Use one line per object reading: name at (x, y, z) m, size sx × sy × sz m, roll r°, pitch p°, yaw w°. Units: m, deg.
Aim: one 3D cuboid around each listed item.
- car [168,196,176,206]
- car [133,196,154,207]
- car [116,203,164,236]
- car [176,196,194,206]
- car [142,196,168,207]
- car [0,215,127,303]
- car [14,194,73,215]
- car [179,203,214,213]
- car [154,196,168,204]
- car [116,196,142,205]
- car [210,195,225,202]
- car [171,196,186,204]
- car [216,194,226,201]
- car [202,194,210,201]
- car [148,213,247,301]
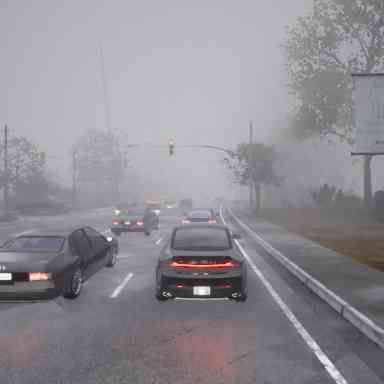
car at (-3.943, 1.564, 55.249) m, size 1.994 × 1.385 × 4.181 m, roll 0°, pitch 0°, yaw 6°
car at (-7.674, 1.491, 53.323) m, size 2.128 × 1.511 × 4.902 m, roll 0°, pitch 0°, yaw 6°
car at (-3.014, 1.547, 18.475) m, size 2.033 × 1.411 × 5.357 m, roll 0°, pitch 0°, yaw 2°
car at (-0.813, 1.504, 49.168) m, size 1.837 × 1.490 × 4.892 m, roll 0°, pitch 0°, yaw 5°
car at (-4.954, 1.477, 45.365) m, size 1.882 × 1.535 × 5.008 m, roll 0°, pitch 0°, yaw 5°
car at (-3.297, 1.547, 8.408) m, size 2.033 × 1.411 × 5.357 m, roll 0°, pitch 0°, yaw 1°
car at (-15.161, 1.224, 34.056) m, size 5.566 × 2.045 × 2.150 m, roll 0°, pitch 0°, yaw 2°
car at (0.460, 1.526, 17.573) m, size 1.812 × 1.442 × 4.674 m, roll 0°, pitch 0°, yaw 4°
car at (-6.120, 1.525, 65.933) m, size 1.812 × 1.442 × 4.674 m, roll 0°, pitch 0°, yaw 8°
car at (-8.553, 1.352, 44.377) m, size 2.097 × 1.767 × 4.553 m, roll 0°, pitch 0°, yaw 5°
car at (5.855, 1.519, 75.310) m, size 1.812 × 1.442 × 4.674 m, roll 0°, pitch 0°, yaw 9°
car at (-2.587, 1.491, 65.936) m, size 2.128 × 1.511 × 4.902 m, roll 0°, pitch 0°, yaw 8°
car at (7.533, 1.393, 85.435) m, size 2.128 × 1.511 × 4.902 m, roll 0°, pitch 0°, yaw 10°
car at (3.871, 1.355, 84.820) m, size 2.097 × 1.767 × 4.553 m, roll 0°, pitch 0°, yaw 10°
car at (0.214, 1.505, 8.326) m, size 1.837 × 1.490 × 4.892 m, roll 0°, pitch 0°, yaw 1°
